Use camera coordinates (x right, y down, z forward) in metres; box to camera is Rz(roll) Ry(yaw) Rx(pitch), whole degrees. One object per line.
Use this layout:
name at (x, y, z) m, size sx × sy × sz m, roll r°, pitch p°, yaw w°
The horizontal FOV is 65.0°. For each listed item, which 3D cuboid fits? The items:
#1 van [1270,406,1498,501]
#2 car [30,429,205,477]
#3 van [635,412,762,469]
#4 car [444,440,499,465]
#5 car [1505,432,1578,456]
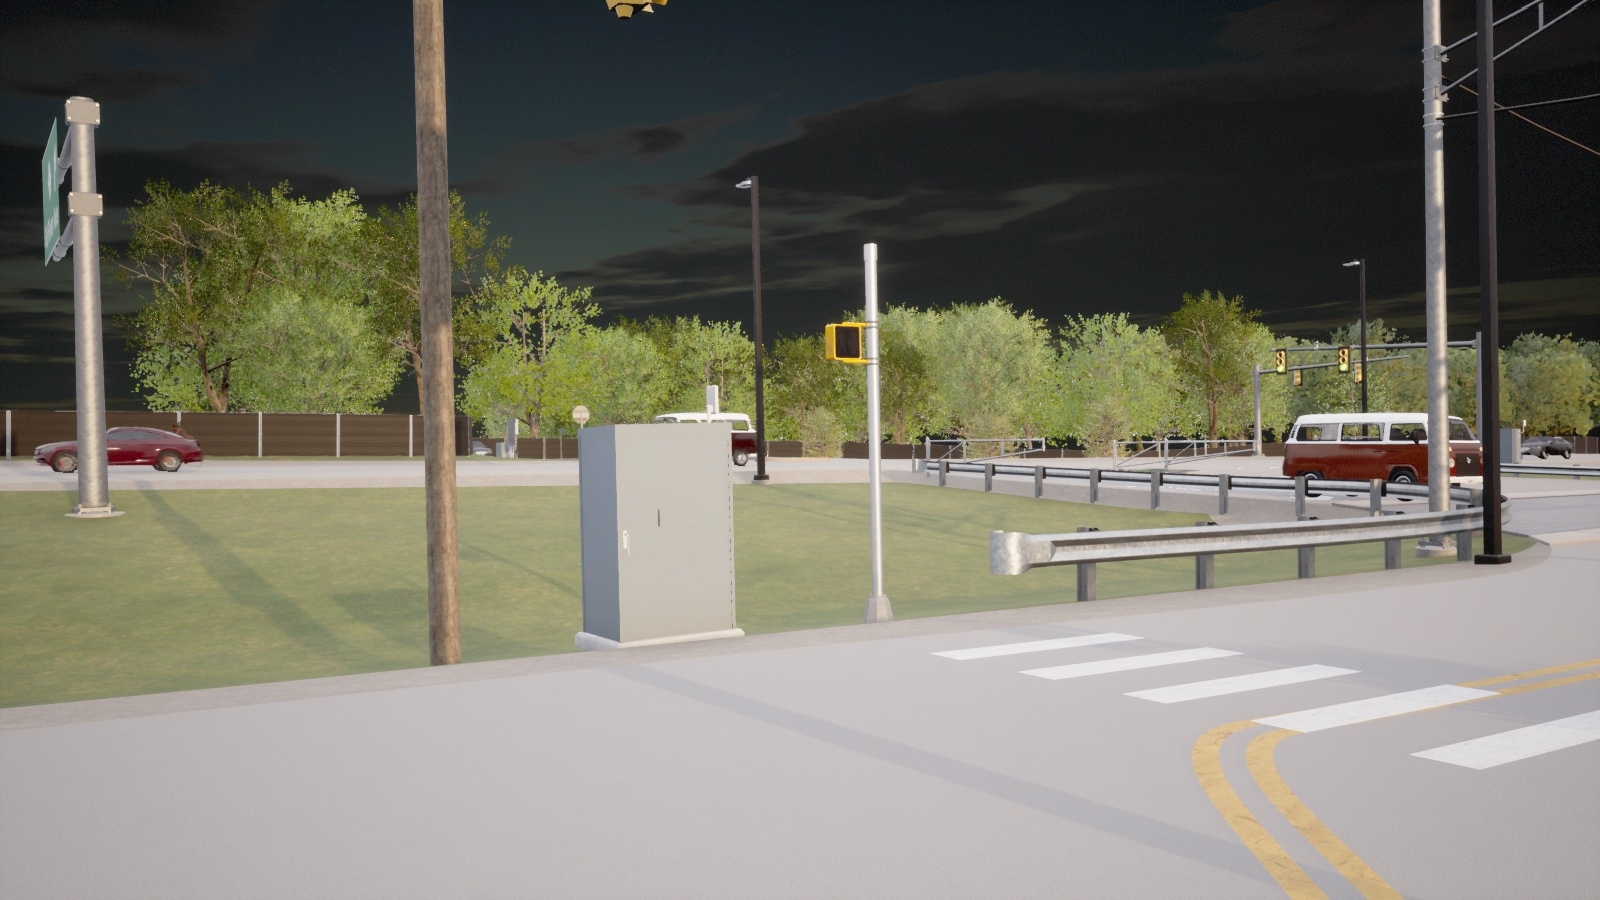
van at (13.654, 0.076, 29.631) m, size 2.069 × 2.038 × 4.480 m, roll 0°, pitch 0°, yaw -30°
car at (-21.466, 0.083, 39.566) m, size 4.674 × 1.442 × 1.812 m, roll -1°, pitch 0°, yaw -33°
van at (-3.780, -0.372, 47.241) m, size 4.480 × 2.038 × 2.069 m, roll -1°, pitch 1°, yaw -44°
car at (-21.676, 0.205, 82.755) m, size 2.128 × 1.511 × 4.902 m, roll -2°, pitch 0°, yaw -31°
car at (48.058, -0.385, 81.323) m, size 4.902 × 1.511 × 2.128 m, roll 0°, pitch 0°, yaw -33°
